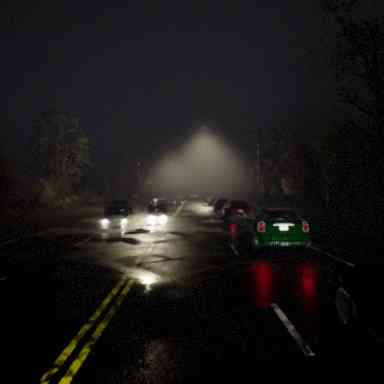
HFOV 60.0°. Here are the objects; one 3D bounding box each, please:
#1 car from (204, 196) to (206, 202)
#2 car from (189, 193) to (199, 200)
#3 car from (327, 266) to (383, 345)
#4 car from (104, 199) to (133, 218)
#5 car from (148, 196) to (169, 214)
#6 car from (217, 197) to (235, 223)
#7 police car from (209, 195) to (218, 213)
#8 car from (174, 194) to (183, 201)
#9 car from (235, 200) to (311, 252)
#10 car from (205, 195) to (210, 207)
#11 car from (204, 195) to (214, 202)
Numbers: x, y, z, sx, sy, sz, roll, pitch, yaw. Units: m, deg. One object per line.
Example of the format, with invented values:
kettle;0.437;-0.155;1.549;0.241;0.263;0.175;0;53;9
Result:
car;3.325;1.424;57.913;1.895;1.301;4.718;0;0;0
car;0.355;1.244;77.757;1.895;1.301;4.718;0;0;1
car;3.376;1.562;3.907;1.895;1.301;4.718;1;0;0
car;-6.587;1.420;30.223;1.882;1.535;5.008;0;0;0
car;-3.332;1.421;33.699;2.128;1.511;4.902;0;0;0
car;3.273;1.349;24.921;2.033;1.649;4.856;1;0;0
police car;3.263;1.324;36.025;1.930;1.638;5.238;0;1;0
car;-2.952;1.182;74.537;1.882;1.535;5.008;0;0;1
car;3.252;1.312;13.896;2.097;1.767;4.553;0;0;0
car;3.271;1.387;46.915;1.812;1.442;4.674;0;0;0
car;3.450;1.343;68.849;1.994;1.385;4.181;0;0;1
